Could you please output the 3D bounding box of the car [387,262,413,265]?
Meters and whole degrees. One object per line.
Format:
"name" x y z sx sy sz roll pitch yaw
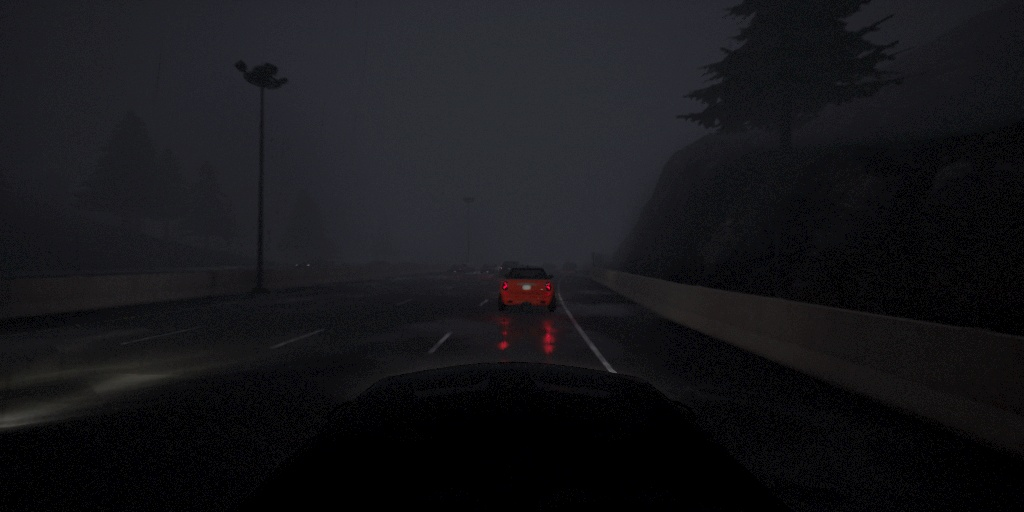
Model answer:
"car" -15.164 1.466 50.507 1.994 1.385 4.181 0 0 14

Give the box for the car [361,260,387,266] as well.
"car" -18.896 1.344 49.915 1.882 1.535 5.008 0 0 14

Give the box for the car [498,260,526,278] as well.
"car" 0.108 1.312 37.798 2.097 1.767 4.553 1 0 11

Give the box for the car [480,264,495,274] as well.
"car" -2.355 1.576 43.948 1.895 1.301 4.718 0 0 13

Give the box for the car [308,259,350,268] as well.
"car" -23.246 1.357 46.581 2.033 1.411 5.357 0 0 13

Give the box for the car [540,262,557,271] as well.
"car" 6.266 1.714 61.131 1.994 1.385 4.181 0 0 19

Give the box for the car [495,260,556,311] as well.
"car" 0.686 1.186 15.228 2.097 1.767 4.553 1 0 4

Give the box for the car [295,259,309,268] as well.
"car" -26.524 1.141 47.910 2.097 1.767 4.553 0 0 13

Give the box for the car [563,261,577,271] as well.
"car" 9.856 1.671 60.894 2.128 1.511 4.902 0 0 19

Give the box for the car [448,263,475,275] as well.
"car" -6.058 1.541 43.406 1.895 1.301 4.718 0 0 12
